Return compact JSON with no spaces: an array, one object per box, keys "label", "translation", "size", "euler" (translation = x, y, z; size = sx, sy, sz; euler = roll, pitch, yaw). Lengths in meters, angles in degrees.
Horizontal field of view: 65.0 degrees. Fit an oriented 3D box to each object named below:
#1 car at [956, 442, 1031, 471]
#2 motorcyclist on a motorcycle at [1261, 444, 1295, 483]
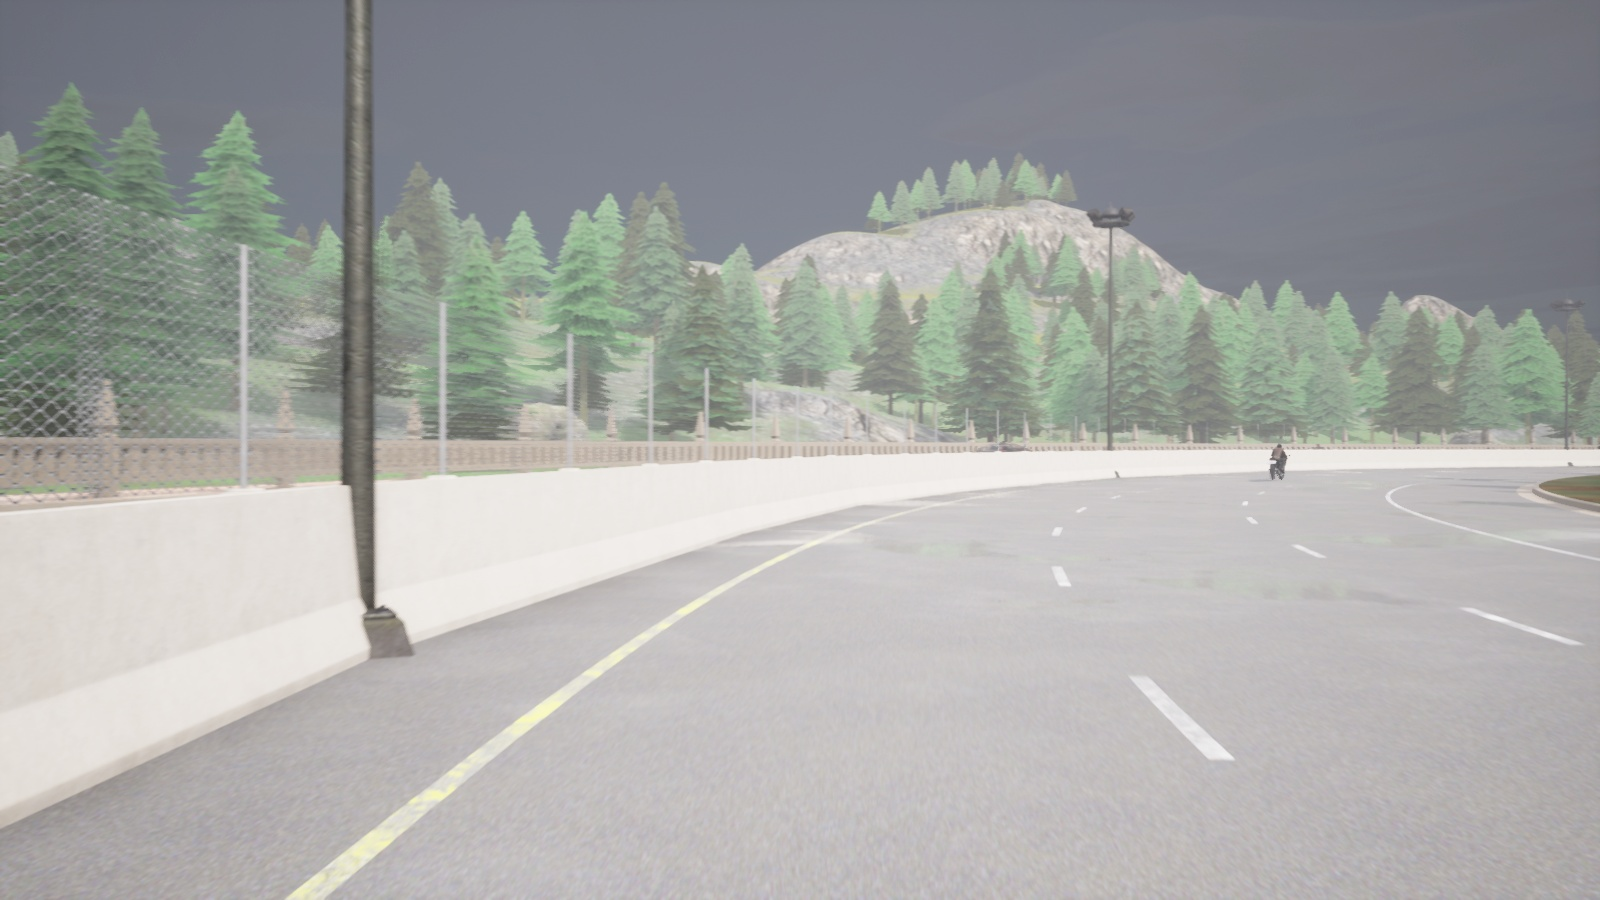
[{"label":"car","translation":[10.601,0.359,68.561],"size":[2.007,1.525,4.514],"euler":[0,0,39]},{"label":"motorcyclist on a motorcycle","translation":[19.611,0.532,51.530],"size":[0.797,1.523,2.044],"euler":[2,1,34]}]
